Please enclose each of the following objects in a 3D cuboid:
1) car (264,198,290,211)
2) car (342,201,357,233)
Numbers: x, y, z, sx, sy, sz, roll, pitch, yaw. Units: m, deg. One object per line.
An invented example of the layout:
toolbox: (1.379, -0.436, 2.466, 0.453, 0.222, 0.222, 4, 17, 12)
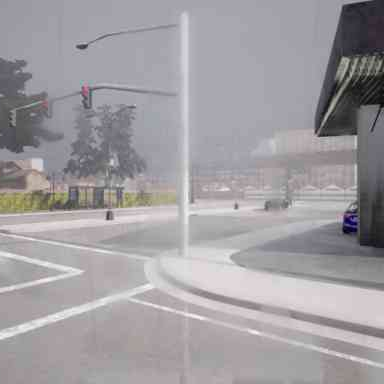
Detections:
car: (10.602, 1.504, 41.238, 1.837, 1.490, 4.892, 0, 0, 36)
car: (9.530, 1.295, 17.671, 2.242, 1.667, 4.611, 0, 0, 37)
